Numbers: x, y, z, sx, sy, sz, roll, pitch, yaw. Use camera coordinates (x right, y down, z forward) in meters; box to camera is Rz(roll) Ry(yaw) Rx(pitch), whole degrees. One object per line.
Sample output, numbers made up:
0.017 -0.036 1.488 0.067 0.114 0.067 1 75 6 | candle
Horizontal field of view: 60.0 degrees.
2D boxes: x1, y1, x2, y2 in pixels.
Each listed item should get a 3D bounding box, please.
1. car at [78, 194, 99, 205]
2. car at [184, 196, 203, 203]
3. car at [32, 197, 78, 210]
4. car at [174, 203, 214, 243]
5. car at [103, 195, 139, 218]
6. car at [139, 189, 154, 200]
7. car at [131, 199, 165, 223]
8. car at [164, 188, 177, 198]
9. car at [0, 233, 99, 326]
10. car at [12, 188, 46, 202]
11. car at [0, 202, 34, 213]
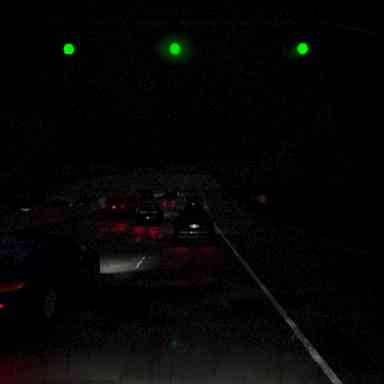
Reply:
-13.934 0.947 44.256 1.895 1.301 4.718 0 5 1 | car
0.140 1.205 37.299 2.097 1.767 4.553 0 3 0 | car
-13.999 1.561 34.314 2.033 1.411 5.357 0 3 1 | car
0.102 1.637 17.324 2.033 1.649 4.856 0 0 0 | car
-6.884 1.333 32.012 2.150 2.045 5.566 0 2 0 | car
-6.858 0.295 50.197 2.033 1.411 5.357 0 6 1 | car
-3.395 1.716 27.862 2.128 1.511 4.902 0 1 0 | car
-3.337 0.076 51.929 1.812 1.442 4.674 0 7 1 | car
-3.411 1.615 7.146 1.812 1.442 4.674 0 -1 0 | car
-20.952 0.664 43.153 2.150 2.045 5.566 0 5 1 | car
-14.042 1.785 24.768 1.812 1.442 4.674 0 0 0 | car
